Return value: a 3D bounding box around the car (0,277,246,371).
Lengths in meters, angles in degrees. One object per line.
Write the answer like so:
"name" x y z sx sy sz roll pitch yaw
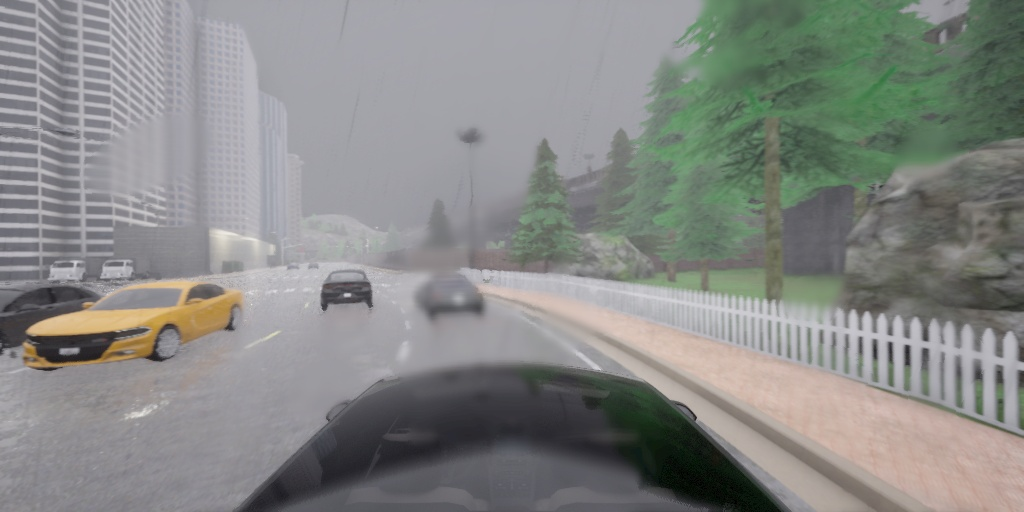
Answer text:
"car" -8.269 1.365 8.517 1.882 1.535 5.008 -1 0 -17

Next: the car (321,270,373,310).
"car" -7.242 1.351 15.875 1.882 1.535 5.008 -1 0 -24

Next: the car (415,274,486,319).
"car" -2.373 1.357 13.254 1.994 1.385 4.181 -1 0 -21

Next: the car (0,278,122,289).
"car" -11.811 1.452 8.298 1.837 1.490 4.892 0 -1 -19
